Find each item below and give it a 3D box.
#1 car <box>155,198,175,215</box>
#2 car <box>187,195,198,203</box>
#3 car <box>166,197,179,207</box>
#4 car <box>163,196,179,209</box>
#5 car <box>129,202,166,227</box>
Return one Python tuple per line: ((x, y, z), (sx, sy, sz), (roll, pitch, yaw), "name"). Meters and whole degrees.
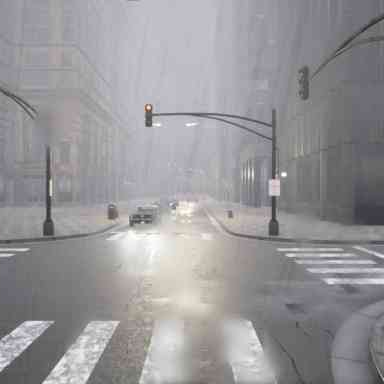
((-3.101, 1.564, 33.102), (1.994, 1.385, 4.181), (0, 0, 0), "car")
((0.084, 1.366, 69.632), (2.097, 1.767, 4.553), (0, 0, 0), "car")
((-3.064, 1.531, 53.145), (1.812, 1.442, 4.674), (0, 0, 1), "car")
((-3.106, 1.354, 43.104), (2.097, 1.767, 4.553), (0, 0, 0), "car")
((-3.105, 1.601, 23.160), (1.895, 1.301, 4.718), (0, 0, 0), "car")
